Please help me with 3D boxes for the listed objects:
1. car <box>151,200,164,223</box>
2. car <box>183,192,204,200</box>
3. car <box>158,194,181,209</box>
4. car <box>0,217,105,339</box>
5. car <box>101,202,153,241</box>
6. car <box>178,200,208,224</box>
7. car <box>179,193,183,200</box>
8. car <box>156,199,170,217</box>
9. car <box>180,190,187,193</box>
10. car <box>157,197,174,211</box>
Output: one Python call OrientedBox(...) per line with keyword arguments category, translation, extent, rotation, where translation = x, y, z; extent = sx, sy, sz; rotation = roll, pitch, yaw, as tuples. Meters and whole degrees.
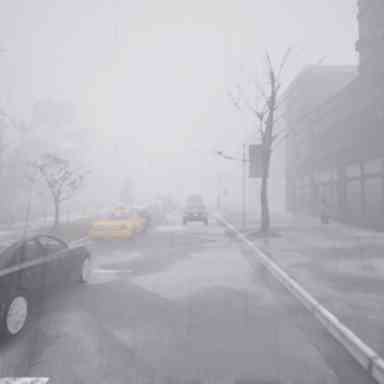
OrientedBox(category="car", translation=(-3.524, 1.573, 23.345), extent=(2.097, 1.535, 5.008), rotation=(0, 0, 3))
OrientedBox(category="car", translation=(0.337, 1.319, 42.978), extent=(2.150, 2.045, 5.566), rotation=(0, 0, 0))
OrientedBox(category="car", translation=(-3.371, 1.467, 51.049), extent=(2.185, 1.767, 4.553), rotation=(0, 0, 3))
OrientedBox(category="car", translation=(-3.616, 1.516, 6.711), extent=(2.097, 1.535, 5.008), rotation=(0, 0, 3))
OrientedBox(category="car", translation=(-3.552, 1.540, 16.964), extent=(1.946, 1.575, 5.366), rotation=(0, 0, 3))
OrientedBox(category="car", translation=(0.237, 1.611, 25.138), extent=(2.033, 1.411, 5.357), rotation=(0, 0, 0))
OrientedBox(category="car", translation=(-3.269, 1.587, 67.901), extent=(1.946, 1.575, 5.366), rotation=(0, 1, 3))
OrientedBox(category="car", translation=(-3.493, 1.589, 28.901), extent=(2.231, 1.521, 4.892), rotation=(0, -1, 3))
OrientedBox(category="car", translation=(-3.145, 1.238, 87.294), extent=(2.185, 1.767, 4.553), rotation=(2, 2, 2))
OrientedBox(category="car", translation=(-3.462, 1.583, 34.443), extent=(2.097, 1.535, 5.008), rotation=(0, 0, 3))
